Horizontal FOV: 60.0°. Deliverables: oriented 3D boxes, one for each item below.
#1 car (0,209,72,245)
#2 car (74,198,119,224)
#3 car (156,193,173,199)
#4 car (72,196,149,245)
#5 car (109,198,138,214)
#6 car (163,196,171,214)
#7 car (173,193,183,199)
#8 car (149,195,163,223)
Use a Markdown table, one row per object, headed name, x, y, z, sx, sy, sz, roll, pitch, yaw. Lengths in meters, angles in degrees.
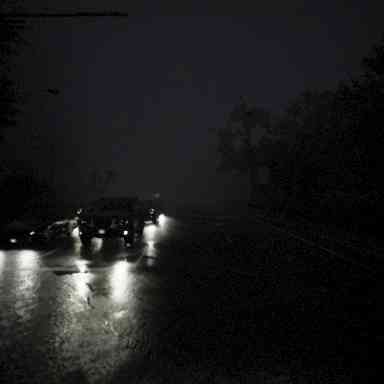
| name | x | y | z | sx | sy | sz | roll | pitch | yaw |
| --- | --- | --- | --- | --- | --- | --- | --- | --- | --- |
| car | -7.106 | 1.554 | 15.875 | 2.033 | 1.411 | 5.357 | 0 | 0 | 0 |
| car | -7.131 | 1.352 | 25.309 | 2.097 | 1.767 | 4.553 | 0 | 0 | 0 |
| car | -7.085 | 1.157 | 85.624 | 1.837 | 1.490 | 4.892 | 0 | 0 | -18 |
| car | -3.624 | 1.228 | 16.055 | 2.150 | 2.045 | 5.566 | 0 | 0 | 0 |
| car | -7.221 | 1.463 | 35.421 | 2.128 | 1.511 | 4.902 | 0 | 0 | -1 |
| car | -3.740 | 1.462 | 35.656 | 2.128 | 1.511 | 4.902 | 0 | 0 | -1 |
| car | -3.818 | 1.153 | 86.891 | 1.837 | 1.490 | 4.892 | 0 | 0 | -18 |
| car | -3.631 | 1.352 | 25.467 | 2.097 | 1.767 | 4.553 | 0 | 0 | 0 |
